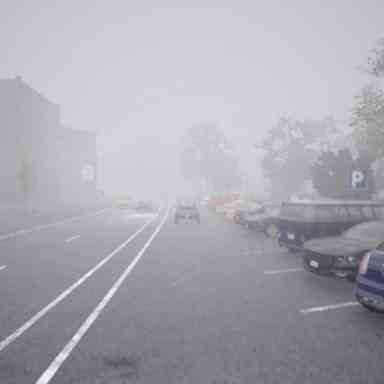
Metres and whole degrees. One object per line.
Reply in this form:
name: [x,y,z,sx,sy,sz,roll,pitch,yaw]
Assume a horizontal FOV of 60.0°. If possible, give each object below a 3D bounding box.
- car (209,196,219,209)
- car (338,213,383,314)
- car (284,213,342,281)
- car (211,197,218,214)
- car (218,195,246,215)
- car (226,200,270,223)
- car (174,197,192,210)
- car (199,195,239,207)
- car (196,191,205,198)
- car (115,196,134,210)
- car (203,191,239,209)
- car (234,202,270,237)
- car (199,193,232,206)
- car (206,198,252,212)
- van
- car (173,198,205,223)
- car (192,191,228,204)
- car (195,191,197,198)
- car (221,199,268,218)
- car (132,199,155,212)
car: [4.568,1.484,32.623,4.892,1.521,2.231,1,1,-23]
car: [5.258,1.355,5.889,4.553,1.767,2.185,1,0,-21]
car: [5.263,1.480,8.862,5.008,1.535,2.097,1,0,-21]
car: [4.682,1.488,29.655,5.008,1.535,2.097,1,0,-23]
car: [4.833,1.362,26.692,4.553,1.767,2.185,1,0,-22]
car: [4.993,1.484,20.749,5.008,1.535,2.097,1,0,-22]
car: [-1.228,1.446,42.794,2.033,1.411,5.357,0,1,-3]
car: [3.906,1.300,47.562,5.366,1.575,1.946,0,1,-24]
car: [3.906,1.108,44.486,5.566,2.045,2.435,0,1,-24]
car: [-8.329,1.269,41.857,2.097,1.767,4.553,0,1,-3]
car: [4.448,1.216,35.610,5.566,2.045,2.435,1,0,-23]
car: [5.090,1.483,17.772,5.008,1.535,2.097,1,0,-22]
car: [3.568,1.110,50.450,4.553,1.767,2.185,0,2,-24]
car: [4.293,1.471,38.583,4.792,1.488,2.163,0,0,-23]
van: [5.320,1.256,11.884,4.442,1.987,1.878,1,0,-21]
car: [-0.418,1.495,25.885,2.128,1.511,4.902,0,0,-2]
car: [3.130,0.839,56.377,5.566,2.045,2.435,0,1,-25]
car: [3.304,0.912,53.381,5.566,2.045,2.435,0,2,-24]
car: [5.079,1.485,23.788,5.366,1.575,1.946,1,0,-22]
car: [-5.305,1.568,37.930,1.895,1.301,4.718,0,1,-3]
